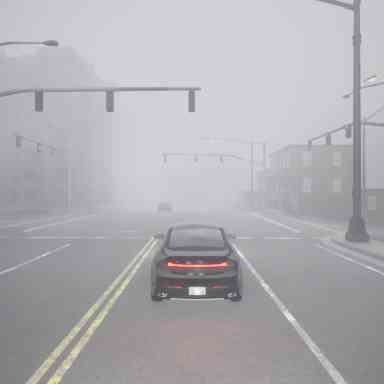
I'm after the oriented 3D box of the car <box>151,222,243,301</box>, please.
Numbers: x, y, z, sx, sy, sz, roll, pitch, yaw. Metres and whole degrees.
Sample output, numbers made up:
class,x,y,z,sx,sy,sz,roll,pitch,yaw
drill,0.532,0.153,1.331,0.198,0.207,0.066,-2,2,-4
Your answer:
class,x,y,z,sx,sy,sz,roll,pitch,yaw
car,0.092,1.505,8.304,1.837,1.490,4.892,0,0,0

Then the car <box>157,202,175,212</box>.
class,x,y,z,sx,sy,sz,roll,pitch,yaw
car,-3.644,2.066,45.539,1.837,1.490,4.892,0,-5,0

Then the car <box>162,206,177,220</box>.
class,x,y,z,sx,sy,sz,roll,pitch,yaw
car,-3.645,3.522,54.947,2.128,1.511,4.902,0,-12,0
